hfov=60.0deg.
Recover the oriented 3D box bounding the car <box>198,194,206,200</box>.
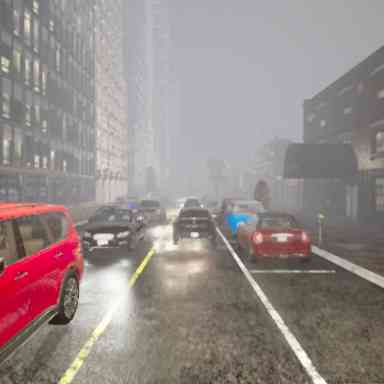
[{"bbox_3d":[2.725,1.247,90.842,1.967,1.590,4.097,-1,0,0],"label":"car"}]

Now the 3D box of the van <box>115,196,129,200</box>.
[{"bbox_3d":[-5.657,1.278,28.817,1.690,1.788,3.998,-1,0,0],"label":"van"}]

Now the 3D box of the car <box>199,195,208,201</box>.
[{"bbox_3d":[2.721,1.412,79.554,1.802,1.307,4.206,-1,0,0],"label":"car"}]

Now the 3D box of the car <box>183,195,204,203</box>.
[{"bbox_3d":[0.050,1.427,36.078,1.837,1.490,4.892,0,1,1],"label":"car"}]

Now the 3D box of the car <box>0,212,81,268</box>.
[{"bbox_3d":[-5.662,1.540,11.884,1.947,1.339,4.313,-1,0,0],"label":"car"}]

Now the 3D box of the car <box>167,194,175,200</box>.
[{"bbox_3d":[-5.620,1.374,90.902,1.947,1.339,4.313,-1,0,0],"label":"car"}]

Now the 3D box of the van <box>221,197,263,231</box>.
[{"bbox_3d":[2.684,1.302,17.469,1.690,1.788,3.998,-1,0,0],"label":"van"}]

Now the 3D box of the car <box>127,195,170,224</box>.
[{"bbox_3d":[-2.986,1.300,23.816,2.097,1.767,4.553,0,0,0],"label":"car"}]

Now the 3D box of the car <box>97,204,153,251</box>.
[{"bbox_3d":[-3.069,1.461,13.884,2.128,1.511,4.902,0,0,0],"label":"car"}]

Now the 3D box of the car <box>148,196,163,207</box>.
[{"bbox_3d":[-5.642,1.415,51.223,1.752,1.417,4.829,-1,0,0],"label":"car"}]

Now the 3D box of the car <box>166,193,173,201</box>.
[{"bbox_3d":[-5.632,1.420,68.325,1.947,1.339,4.313,-1,0,0],"label":"car"}]

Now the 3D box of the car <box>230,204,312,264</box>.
[{"bbox_3d":[2.683,1.414,11.825,1.967,1.590,4.097,-1,0,0],"label":"car"}]

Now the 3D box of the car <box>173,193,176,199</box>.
[{"bbox_3d":[-5.628,1.271,79.614,1.967,1.590,4.097,-1,0,0],"label":"car"}]

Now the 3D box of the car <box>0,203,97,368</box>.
[{"bbox_3d":[-3.100,1.213,4.129,2.150,2.045,5.566,0,0,0],"label":"car"}]

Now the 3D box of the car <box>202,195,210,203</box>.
[{"bbox_3d":[2.703,1.451,45.690,2.008,1.369,4.403,-1,0,0],"label":"car"}]

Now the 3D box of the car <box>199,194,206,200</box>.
[{"bbox_3d":[2.723,1.343,85.368,1.752,1.417,4.829,-1,0,0],"label":"car"}]

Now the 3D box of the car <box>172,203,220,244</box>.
[{"bbox_3d":[0.108,1.468,15.592,1.837,1.490,4.892,0,0,0],"label":"car"}]

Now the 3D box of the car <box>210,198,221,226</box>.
[{"bbox_3d":[2.687,1.264,23.113,2.192,1.841,5.009,-1,0,0],"label":"car"}]

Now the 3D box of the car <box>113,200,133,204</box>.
[{"bbox_3d":[-5.656,1.515,23.173,1.947,1.339,4.313,-1,0,0],"label":"car"}]

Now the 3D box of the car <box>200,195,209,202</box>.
[{"bbox_3d":[2.718,1.386,73.911,1.887,1.381,4.507,-1,0,0],"label":"car"}]
